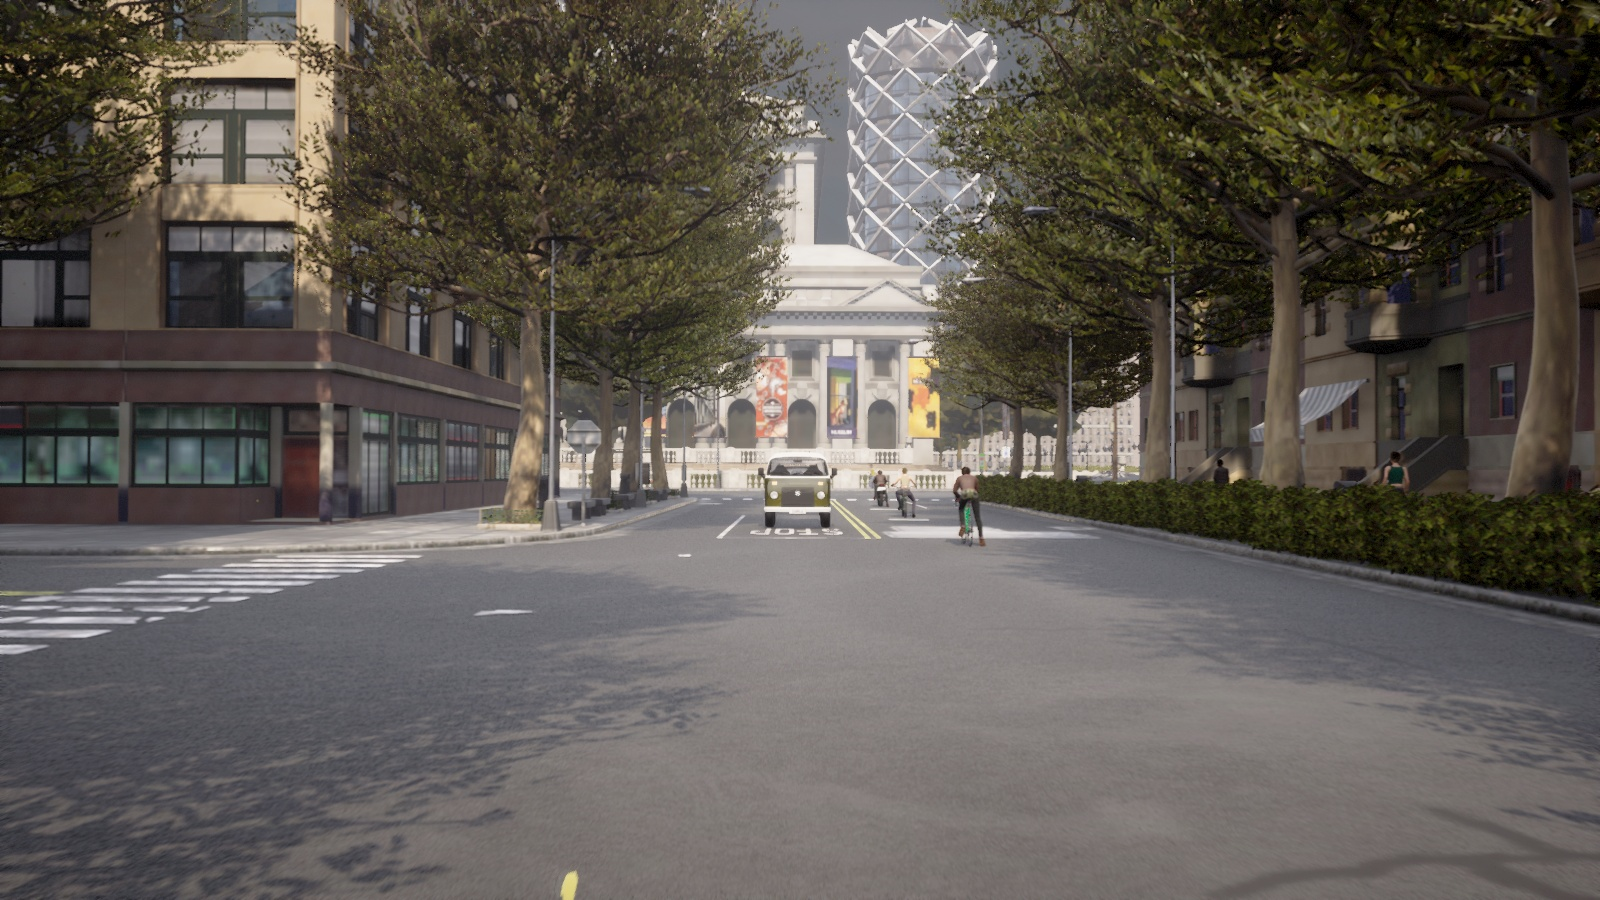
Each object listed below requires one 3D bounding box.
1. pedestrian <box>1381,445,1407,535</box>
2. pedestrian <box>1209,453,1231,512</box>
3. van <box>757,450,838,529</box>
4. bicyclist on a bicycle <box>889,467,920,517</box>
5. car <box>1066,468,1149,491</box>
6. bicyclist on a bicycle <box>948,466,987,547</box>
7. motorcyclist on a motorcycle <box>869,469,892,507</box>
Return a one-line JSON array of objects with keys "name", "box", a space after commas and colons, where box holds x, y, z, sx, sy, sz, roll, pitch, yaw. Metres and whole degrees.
[{"name": "pedestrian", "box": [12.229, 0.812, 25.858, 0.345, 1.836, 0.594, 0, -1, 13]}, {"name": "pedestrian", "box": [13.118, 1.011, 39.234, 0.431, 1.840, 0.703, 0, -1, 1]}, {"name": "van", "box": [-0.054, 1.062, 34.492, 2.069, 2.038, 4.480, 0, -1, 0]}, {"name": "bicyclist on a bicycle", "box": [3.386, 1.355, 40.811, 0.866, 1.612, 1.509, 0, -1, 0]}, {"name": "car", "box": [20.214, 1.939, 82.600, 4.902, 1.511, 2.128, 0, -1, -2]}, {"name": "bicyclist on a bicycle", "box": [3.444, 1.144, 25.941, 0.582, 1.620, 1.656, 0, -1, 0]}, {"name": "motorcyclist on a motorcycle", "box": [3.347, 1.572, 52.204, 0.797, 1.523, 2.044, 0, -1, 0]}]
